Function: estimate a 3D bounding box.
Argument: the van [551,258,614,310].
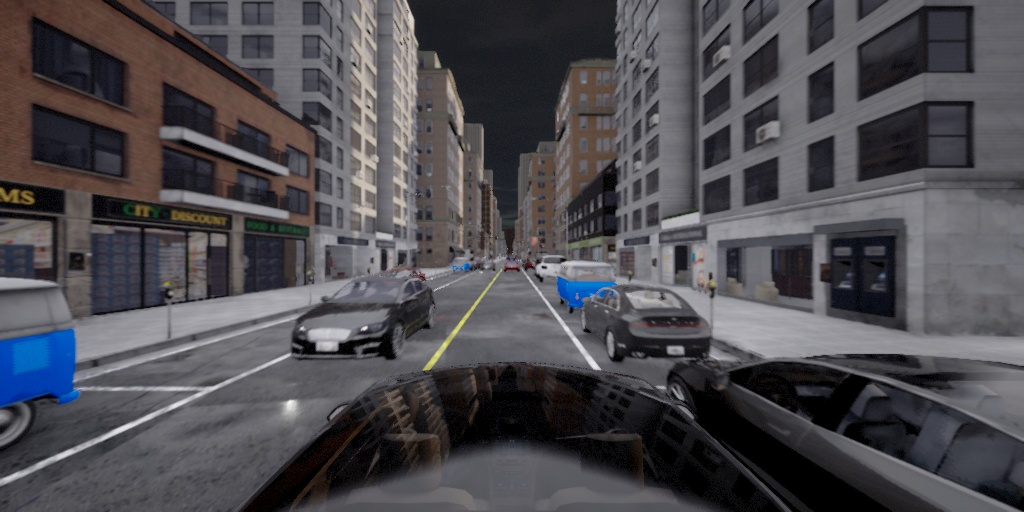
[{"bbox_3d":[2.669,1.092,13.615,1.690,1.789,3.998,0,0,0],"label":"van"}]

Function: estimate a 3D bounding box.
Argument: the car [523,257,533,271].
[{"bbox_3d":[2.671,1.045,47.125,2.192,1.841,5.009,0,0,0],"label":"car"}]

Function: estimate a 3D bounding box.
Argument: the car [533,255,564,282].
[{"bbox_3d":[3.108,0.972,28.542,2.150,2.045,5.566,0,0,0],"label":"car"}]

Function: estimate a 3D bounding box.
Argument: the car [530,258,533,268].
[{"bbox_3d":[3.142,1.217,35.512,1.882,1.535,5.008,0,0,0],"label":"car"}]

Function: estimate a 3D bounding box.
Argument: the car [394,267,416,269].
[{"bbox_3d":[-5.856,1.295,19.189,1.888,1.381,4.507,0,0,0],"label":"car"}]

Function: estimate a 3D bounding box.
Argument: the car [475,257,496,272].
[{"bbox_3d":[-3.076,1.225,46.069,2.128,1.511,4.902,0,0,0],"label":"car"}]

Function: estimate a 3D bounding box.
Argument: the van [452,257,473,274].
[{"bbox_3d":[-5.855,1.077,41.534,1.690,1.789,3.998,0,0,0],"label":"van"}]

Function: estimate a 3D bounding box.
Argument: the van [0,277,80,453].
[{"bbox_3d":[-5.858,1.092,2.429,1.690,1.789,3.998,0,0,0],"label":"van"}]

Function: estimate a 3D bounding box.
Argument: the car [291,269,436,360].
[{"bbox_3d":[-3.087,1.242,8.451,2.128,1.511,4.902,0,0,0],"label":"car"}]

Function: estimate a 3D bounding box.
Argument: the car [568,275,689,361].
[{"bbox_3d":[2.668,1.302,8.029,2.007,1.370,4.403,0,0,0],"label":"car"}]

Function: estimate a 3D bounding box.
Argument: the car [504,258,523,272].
[{"bbox_3d":[0.013,1.310,46.566,1.994,1.385,4.181,0,0,0],"label":"car"}]

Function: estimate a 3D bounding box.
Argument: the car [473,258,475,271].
[{"bbox_3d":[-5.854,1.297,47.119,1.948,1.339,4.313,0,0,0],"label":"car"}]

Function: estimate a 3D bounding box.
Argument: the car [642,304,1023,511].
[{"bbox_3d":[2.668,1.316,2.443,1.948,1.339,4.313,0,0,0],"label":"car"}]
